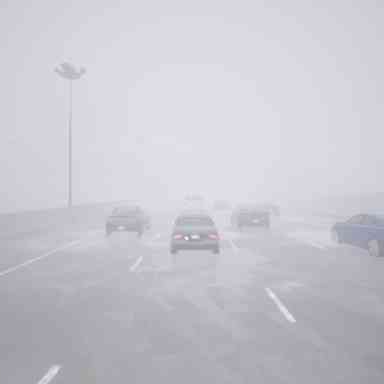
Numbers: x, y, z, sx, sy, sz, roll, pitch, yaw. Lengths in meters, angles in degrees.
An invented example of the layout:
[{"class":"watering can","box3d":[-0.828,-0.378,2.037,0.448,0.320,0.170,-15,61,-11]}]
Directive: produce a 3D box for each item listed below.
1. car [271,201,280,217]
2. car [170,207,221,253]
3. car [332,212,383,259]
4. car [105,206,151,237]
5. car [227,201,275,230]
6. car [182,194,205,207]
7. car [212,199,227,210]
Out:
[{"class":"car","box3d":[7.120,1.560,32.065,1.812,1.442,4.674,0,0,0]},{"class":"car","box3d":[0.108,1.562,13.687,2.033,1.411,5.357,0,0,0]},{"class":"car","box3d":[7.108,1.491,12.725,1.882,1.535,5.008,0,0,0]},{"class":"car","box3d":[-3.389,1.511,18.328,2.128,1.511,4.902,0,0,0]},{"class":"car","box3d":[3.614,1.500,21.288,1.882,1.535,5.008,0,0,0]},{"class":"car","box3d":[0.121,1.258,34.492,2.150,2.045,5.566,0,0,0]},{"class":"car","box3d":[3.626,1.608,41.271,1.994,1.385,4.181,0,0,0]}]
